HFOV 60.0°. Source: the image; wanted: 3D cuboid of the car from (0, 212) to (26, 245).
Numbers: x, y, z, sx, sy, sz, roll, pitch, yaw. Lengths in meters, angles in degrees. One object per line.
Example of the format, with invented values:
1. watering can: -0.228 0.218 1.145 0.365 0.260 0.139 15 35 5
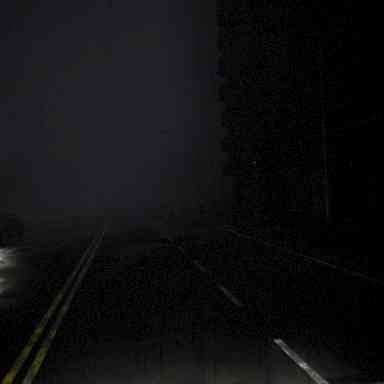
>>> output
1. car: -10.440 1.899 17.771 1.882 1.535 5.008 -2 0 -11

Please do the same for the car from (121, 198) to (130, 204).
1. car: -15.557 2.069 77.697 1.895 1.301 4.718 -2 0 -12

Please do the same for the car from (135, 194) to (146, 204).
1. car: -12.148 1.551 78.404 2.150 2.045 5.566 -2 0 -12
